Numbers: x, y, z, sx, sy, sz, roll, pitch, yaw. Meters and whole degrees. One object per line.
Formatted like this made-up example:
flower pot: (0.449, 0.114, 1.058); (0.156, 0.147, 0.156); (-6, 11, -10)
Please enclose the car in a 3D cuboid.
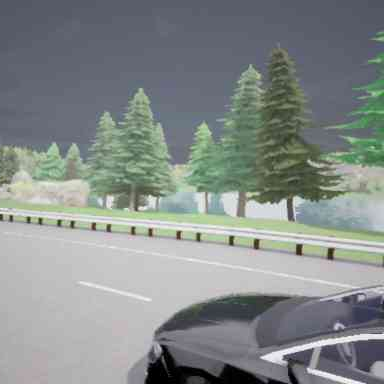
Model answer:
car: (1.796, 1.491, 2.434); (4.902, 1.511, 2.128); (2, 1, 36)
